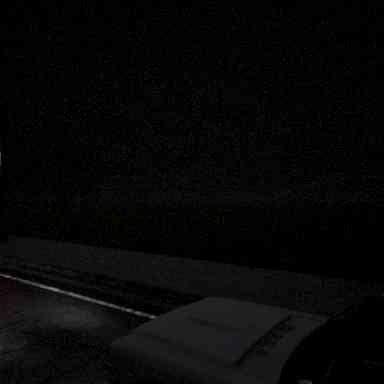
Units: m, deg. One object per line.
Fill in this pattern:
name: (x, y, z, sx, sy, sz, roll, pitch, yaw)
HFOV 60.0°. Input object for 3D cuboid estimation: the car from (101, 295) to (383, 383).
car: (1.459, 1.603, 2.638, 4.718, 1.301, 1.895, -1, 0, 35)
